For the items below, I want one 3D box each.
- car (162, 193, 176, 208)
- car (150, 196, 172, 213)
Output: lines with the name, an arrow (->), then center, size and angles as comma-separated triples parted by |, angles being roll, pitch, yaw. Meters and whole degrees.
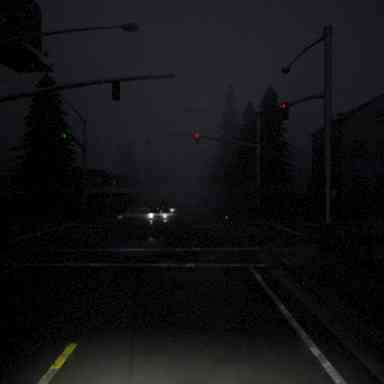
car -> -3.579, 1.205, 49.147 | 2.150, 2.045, 5.566 | 0, 0, 1
car -> -3.594, 1.490, 37.449 | 1.837, 1.490, 4.892 | 0, 0, 0
